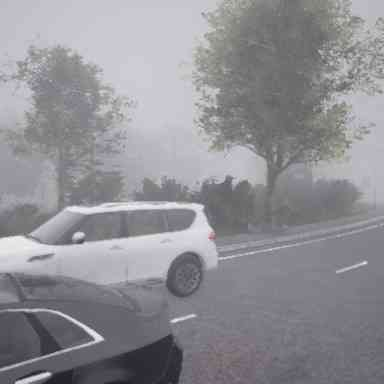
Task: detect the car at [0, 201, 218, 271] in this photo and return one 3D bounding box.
[{"bbox_3d":[-1.949,1.249,7.052,5.566,2.045,2.150,0,0,-37],"label":"car"}]

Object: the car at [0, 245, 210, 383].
[{"bbox_3d":[-2.350,1.518,2.452,4.892,1.490,1.837,0,0,-36],"label":"car"}]
